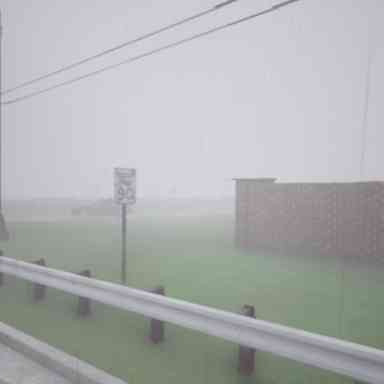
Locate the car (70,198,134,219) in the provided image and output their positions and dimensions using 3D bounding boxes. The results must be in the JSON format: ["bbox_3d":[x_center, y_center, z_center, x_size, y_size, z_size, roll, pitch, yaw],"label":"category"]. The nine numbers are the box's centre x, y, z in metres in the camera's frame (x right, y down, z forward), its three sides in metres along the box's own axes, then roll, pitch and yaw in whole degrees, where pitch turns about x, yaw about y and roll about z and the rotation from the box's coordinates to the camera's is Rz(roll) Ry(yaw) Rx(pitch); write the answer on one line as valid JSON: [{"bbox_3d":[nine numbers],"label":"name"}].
[{"bbox_3d":[-7.339,1.304,27.325,5.008,1.535,1.882,0,0,-26],"label":"car"}]
